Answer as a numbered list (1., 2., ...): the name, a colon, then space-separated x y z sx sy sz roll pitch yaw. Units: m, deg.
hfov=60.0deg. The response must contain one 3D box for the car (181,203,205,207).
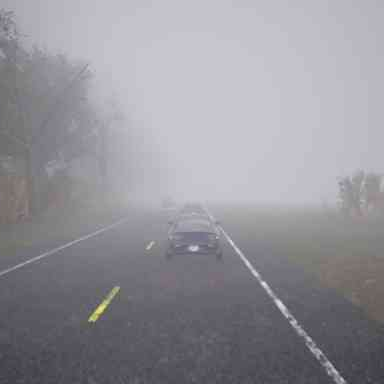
1. car: 0.080 1.544 26.987 1.994 1.385 4.181 0 0 0

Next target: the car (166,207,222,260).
1. car: 0.078 1.517 12.298 1.812 1.442 4.674 0 0 0

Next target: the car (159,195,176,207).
1. car: -3.568 1.308 48.992 2.097 1.767 4.553 0 0 0
